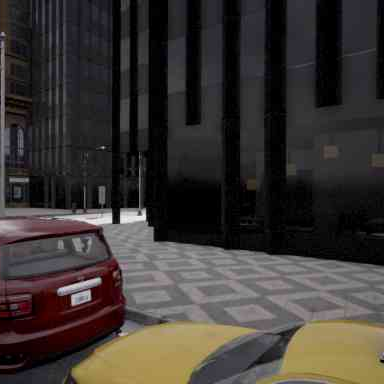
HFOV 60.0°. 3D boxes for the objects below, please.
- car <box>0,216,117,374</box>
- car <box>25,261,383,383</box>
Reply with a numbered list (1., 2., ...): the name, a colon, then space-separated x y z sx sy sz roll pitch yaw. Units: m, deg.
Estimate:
1. car: -3.233 1.314 5.265 5.009 1.841 2.192 0 0 36
2. car: 1.046 1.525 2.213 4.829 1.417 1.752 0 0 36
